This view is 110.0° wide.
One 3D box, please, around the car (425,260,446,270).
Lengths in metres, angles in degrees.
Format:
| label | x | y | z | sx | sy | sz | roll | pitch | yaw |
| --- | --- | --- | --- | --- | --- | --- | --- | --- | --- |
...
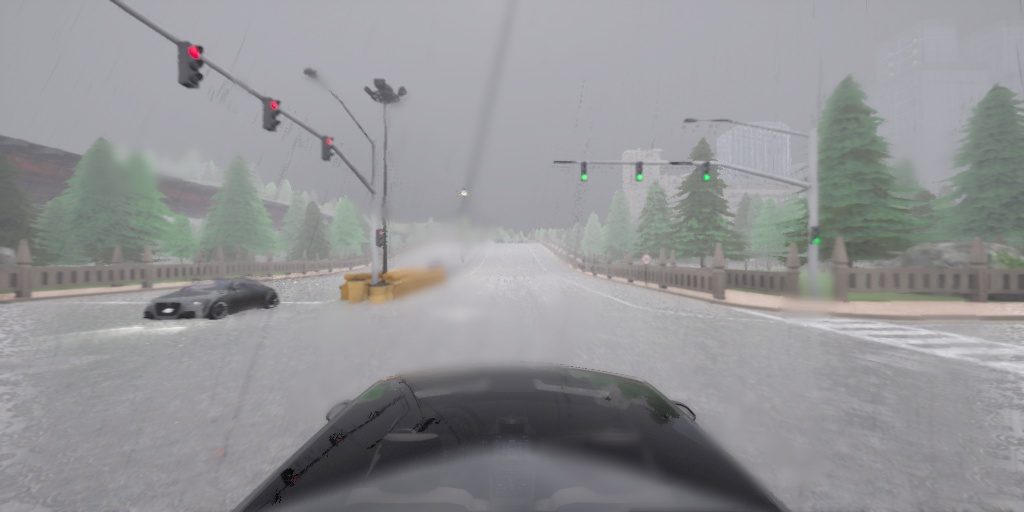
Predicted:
| label | x | y | z | sx | sy | sz | roll | pitch | yaw |
| --- | --- | --- | --- | --- | --- | --- | --- | --- | --- |
| car | -10.576 | 1.354 | 49.773 | 2.097 | 1.767 | 4.553 | 0 | 1 | 0 |

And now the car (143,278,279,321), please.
| label | x | y | z | sx | sy | sz | roll | pitch | yaw |
| --- | --- | --- | --- | --- | --- | --- | --- | --- | --- |
| car | -10.503 | 1.494 | 12.941 | 1.994 | 1.385 | 4.181 | 0 | -1 | 0 |
